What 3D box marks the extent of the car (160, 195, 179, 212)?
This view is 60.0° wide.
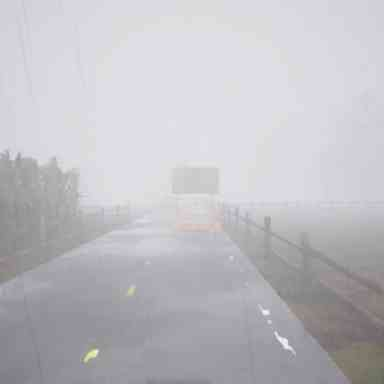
[{"bbox_3d":[-2.846,1.435,42.955,2.150,2.045,5.566,0,-1,0],"label":"car"}]

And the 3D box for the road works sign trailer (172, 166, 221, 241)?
[{"bbox_3d":[0.171,0.486,16.956,2.380,3.560,2.880,0,0,-3],"label":"road works sign trailer"}]
